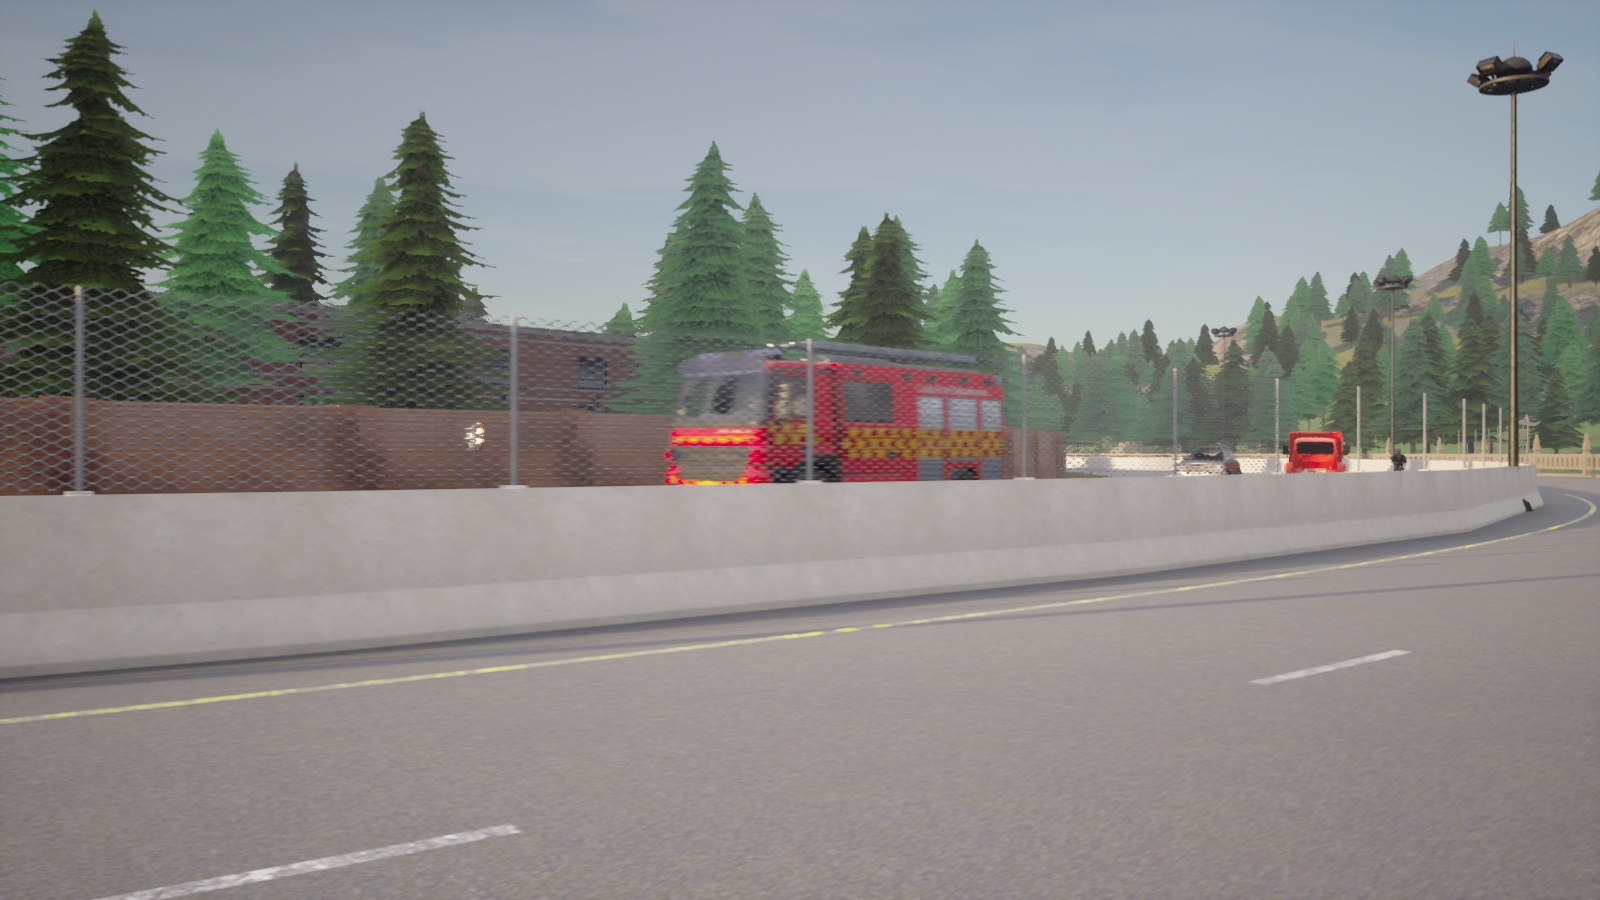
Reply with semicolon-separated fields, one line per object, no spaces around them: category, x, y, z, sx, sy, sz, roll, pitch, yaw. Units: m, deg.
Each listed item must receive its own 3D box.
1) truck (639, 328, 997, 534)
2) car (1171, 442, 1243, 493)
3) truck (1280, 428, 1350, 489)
truck;0.693;-0.350;27.453;2.891;3.827;8.468;0;0;43
car;15.780;0.653;48.536;1.932;1.855;4.605;0;0;27
truck;22.029;0.349;53.719;2.627;2.467;5.204;0;0;23
